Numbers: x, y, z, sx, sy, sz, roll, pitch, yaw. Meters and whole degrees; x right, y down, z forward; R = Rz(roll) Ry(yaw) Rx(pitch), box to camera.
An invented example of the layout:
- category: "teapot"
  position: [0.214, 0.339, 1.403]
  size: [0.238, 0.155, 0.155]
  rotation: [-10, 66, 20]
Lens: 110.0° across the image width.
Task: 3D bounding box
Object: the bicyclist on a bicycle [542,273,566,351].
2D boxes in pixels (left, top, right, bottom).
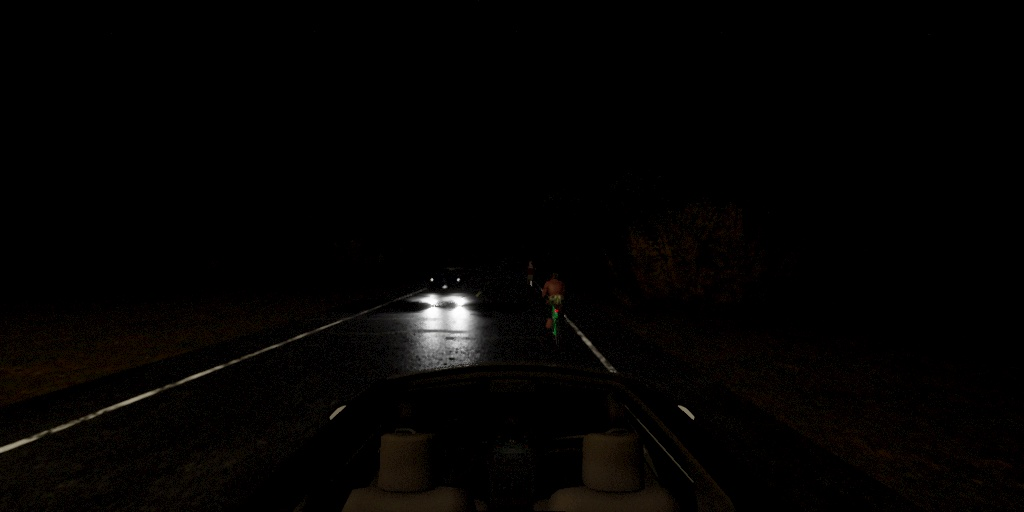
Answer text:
- category: "bicyclist on a bicycle"
  position: [0.963, 1.203, 8.043]
  size: [0.582, 1.620, 1.656]
  rotation: [0, 0, 0]

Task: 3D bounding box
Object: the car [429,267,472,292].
- category: "car"
  position: [-3.599, 1.350, 21.471]
  size: [1.895, 1.301, 4.718]
  rotation: [0, 0, 0]

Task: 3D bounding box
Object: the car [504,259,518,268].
- category: "car"
  position: [0.105, 1.312, 61.745]
  size: [1.994, 1.385, 4.181]
  rotation: [0, 0, 0]

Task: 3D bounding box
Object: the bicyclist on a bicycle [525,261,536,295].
- category: "bicyclist on a bicycle"
  position: [0.964, 1.120, 18.623]
  size: [0.659, 1.776, 1.843]
  rotation: [0, 0, 0]
